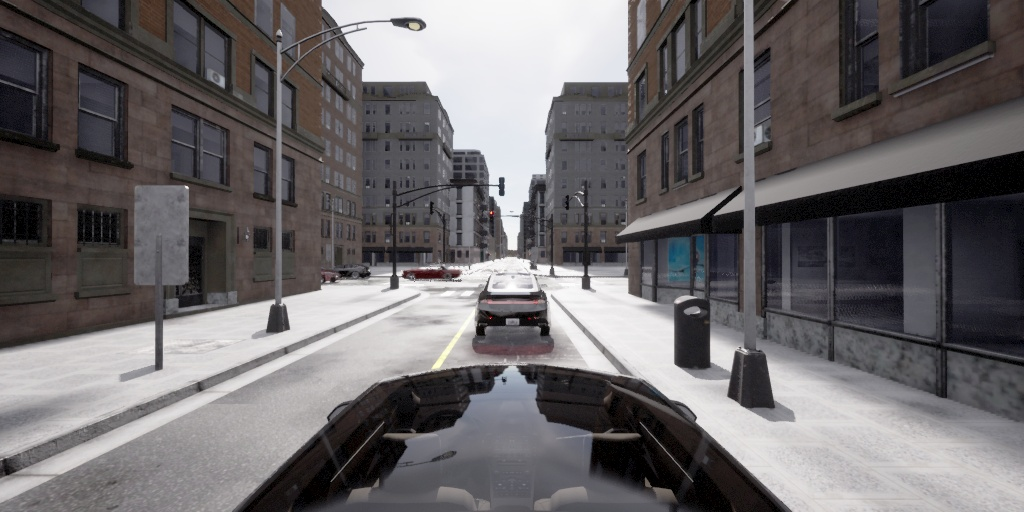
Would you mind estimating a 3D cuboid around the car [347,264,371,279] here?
[{"bbox_3d":[-14.676,1.330,31.579,4.313,1.339,1.948,0,0,0],"label":"car"}]

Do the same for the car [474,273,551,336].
[{"bbox_3d":[0.025,1.242,10.362,2.128,1.511,4.902,0,0,0],"label":"car"}]

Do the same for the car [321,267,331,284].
[{"bbox_3d":[-14.706,1.289,23.552,4.313,1.339,1.948,0,0,0],"label":"car"}]

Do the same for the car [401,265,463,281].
[{"bbox_3d":[-6.425,1.348,29.002,4.718,1.301,1.895,0,0,0],"label":"car"}]

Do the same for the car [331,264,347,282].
[{"bbox_3d":[-14.734,1.300,26.096,4.181,1.385,1.994,0,0,0],"label":"car"}]
